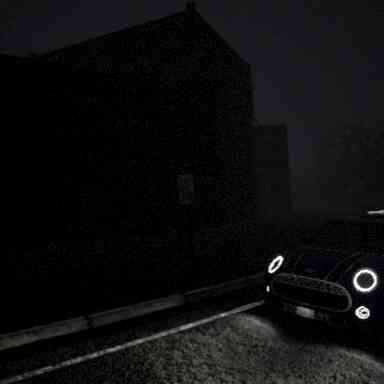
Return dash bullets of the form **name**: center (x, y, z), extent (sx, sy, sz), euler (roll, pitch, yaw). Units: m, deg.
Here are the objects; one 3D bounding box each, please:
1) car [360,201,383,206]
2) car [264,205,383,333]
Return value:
- **car**: center (23.990, 1.859, 44.703), extent (1.994, 1.385, 4.181), euler (-4, -2, 8)
- **car**: center (3.479, 1.323, 6.842), extent (4.553, 1.767, 2.097), euler (-1, 0, -42)
